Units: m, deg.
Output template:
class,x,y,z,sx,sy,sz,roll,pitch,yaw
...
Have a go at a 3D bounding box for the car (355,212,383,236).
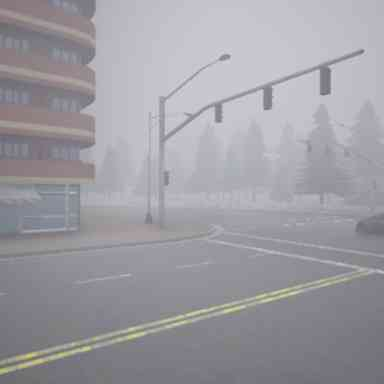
class,x,y,z,sx,sy,sz,roll,pitch,yaw
car,10.453,1.676,16.566,1.994,1.385,4.181,0,0,-31
